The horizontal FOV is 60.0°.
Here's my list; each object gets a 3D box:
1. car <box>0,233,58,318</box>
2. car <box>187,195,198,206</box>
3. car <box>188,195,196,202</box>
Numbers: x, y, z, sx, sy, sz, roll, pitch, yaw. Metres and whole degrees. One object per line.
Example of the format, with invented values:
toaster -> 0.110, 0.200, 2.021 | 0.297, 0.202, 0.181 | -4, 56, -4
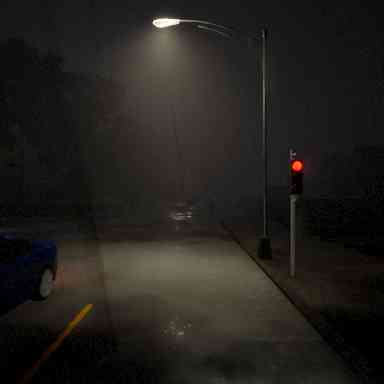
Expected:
car -> -3.982, 1.477, 5.488 | 1.882, 1.535, 5.008 | 0, 0, 1
car -> 0.047, 1.547, 55.435 | 2.033, 1.411, 5.357 | 0, 0, 0
car -> -0.083, 1.524, 77.750 | 1.812, 1.442, 4.674 | 0, 0, 0
